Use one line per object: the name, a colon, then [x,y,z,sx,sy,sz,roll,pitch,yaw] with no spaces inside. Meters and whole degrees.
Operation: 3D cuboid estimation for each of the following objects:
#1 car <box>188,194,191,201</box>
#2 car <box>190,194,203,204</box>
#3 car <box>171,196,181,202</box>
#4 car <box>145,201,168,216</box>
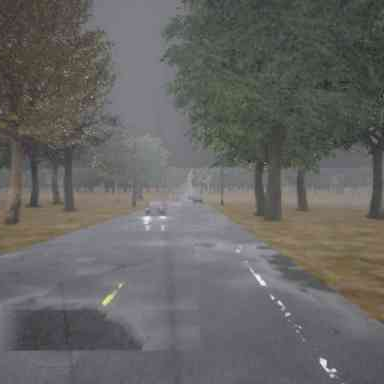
car: [-0.020,1.345,87.409,2.097,1.767,4.553,0,0,0]
car: [1.209,1.522,68.070,2.097,1.767,4.553,0,0,0]
car: [-3.517,1.483,74.659,1.994,1.385,4.181,0,0,0]
car: [-3.600,1.627,34.065,1.812,1.442,4.674,0,0,0]
